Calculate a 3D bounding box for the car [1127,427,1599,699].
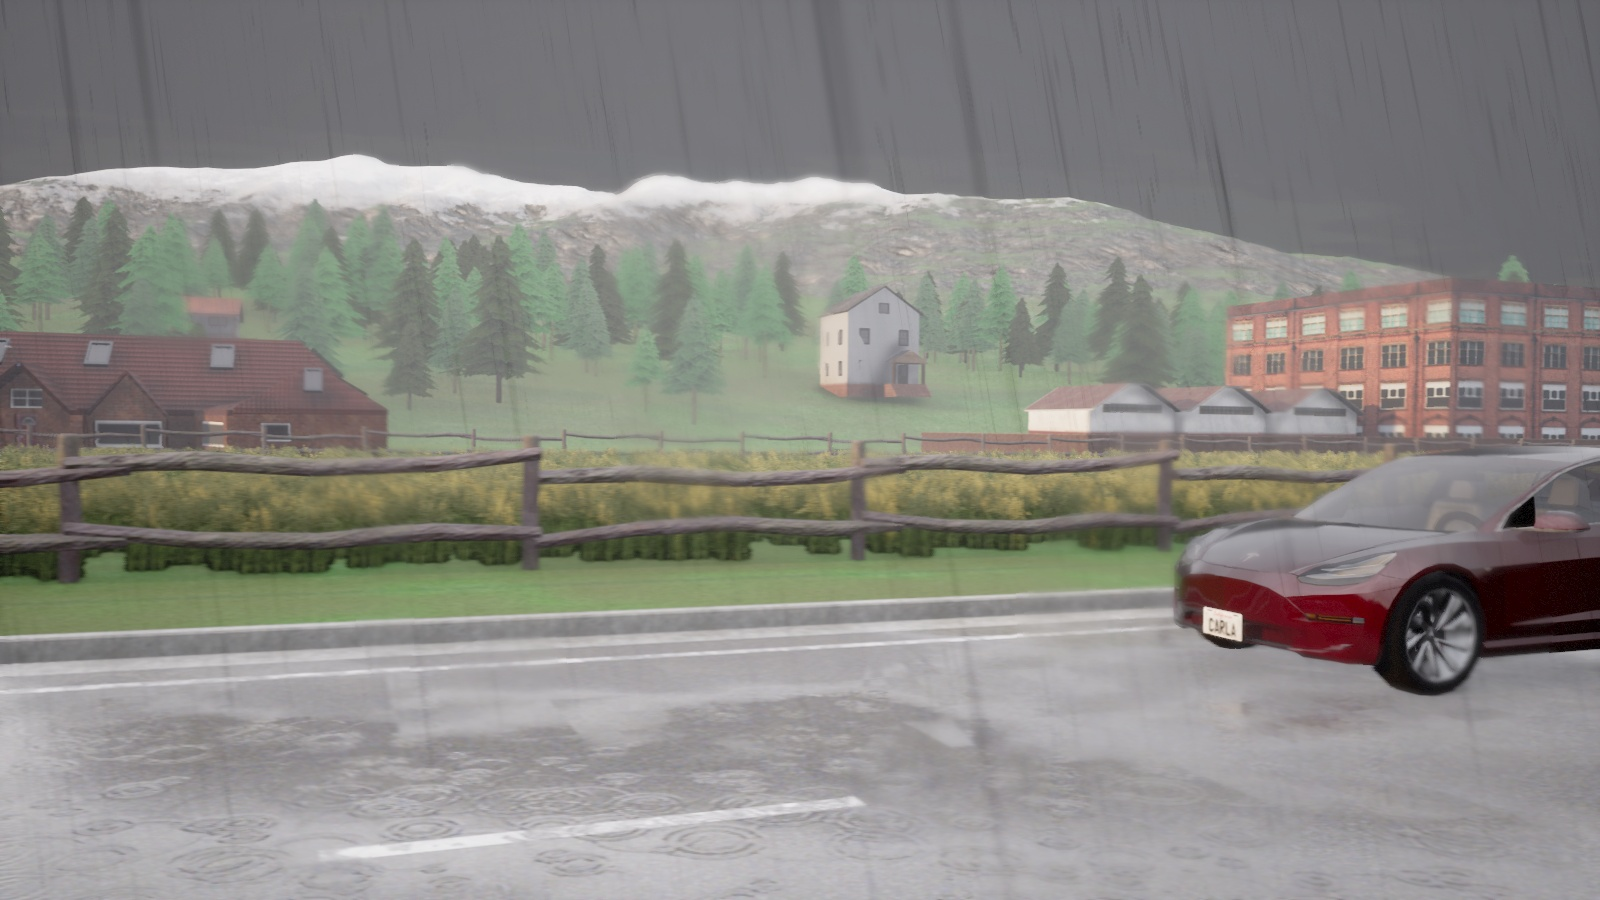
[{"bbox_3d":[4.978,0.600,8.872,4.792,1.488,2.163,-1,1,-21],"label":"car"}]
